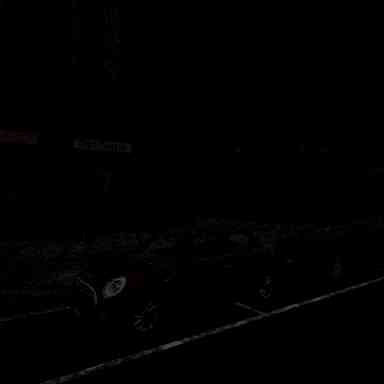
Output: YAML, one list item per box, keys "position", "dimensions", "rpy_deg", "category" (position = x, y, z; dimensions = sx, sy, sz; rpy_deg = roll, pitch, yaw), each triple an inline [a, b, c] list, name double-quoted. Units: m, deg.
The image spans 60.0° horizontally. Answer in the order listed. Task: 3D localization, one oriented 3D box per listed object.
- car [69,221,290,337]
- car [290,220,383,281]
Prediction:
- position: [-0.244, 1.440, 6.589]
  dimensions: [4.097, 1.590, 1.967]
  rpy_deg: [0, 1, -36]
  category: "car"
- position: [4.329, 1.545, 9.864]
  dimensions: [4.507, 1.381, 1.887]
  rpy_deg: [0, 1, -36]
  category: "car"
